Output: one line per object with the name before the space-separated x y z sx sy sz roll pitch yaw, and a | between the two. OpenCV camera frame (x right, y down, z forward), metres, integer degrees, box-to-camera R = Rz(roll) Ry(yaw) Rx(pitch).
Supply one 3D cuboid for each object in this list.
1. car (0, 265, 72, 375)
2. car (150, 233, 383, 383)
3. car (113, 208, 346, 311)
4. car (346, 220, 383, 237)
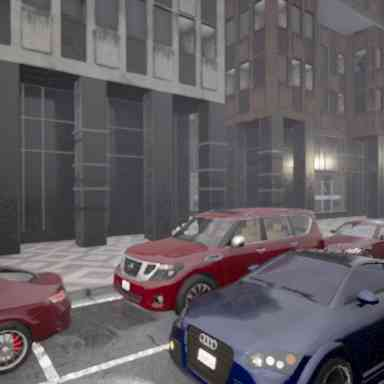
car | -3.676 1.583 4.033 4.206 1.307 1.802 0 0 -35
car | 1.778 1.559 4.638 4.181 1.385 1.994 0 0 -35
car | 0.892 1.309 7.277 5.009 1.841 2.192 0 0 -35
car | 5.460 1.570 10.521 4.206 1.307 1.802 0 0 -35
